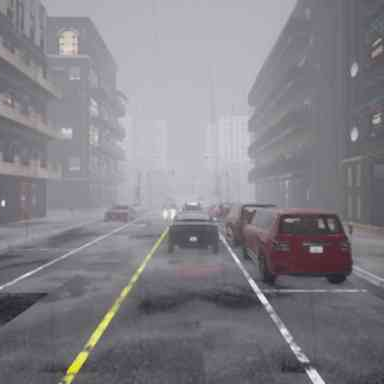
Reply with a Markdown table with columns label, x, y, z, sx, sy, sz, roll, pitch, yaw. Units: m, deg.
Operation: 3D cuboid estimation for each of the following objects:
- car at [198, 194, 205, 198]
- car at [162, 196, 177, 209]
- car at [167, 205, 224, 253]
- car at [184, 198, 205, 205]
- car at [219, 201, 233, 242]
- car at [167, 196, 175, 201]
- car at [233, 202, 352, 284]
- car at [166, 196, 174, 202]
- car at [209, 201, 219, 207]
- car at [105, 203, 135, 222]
| label | x | y | z | sx | sy | sz | roll | pitch | yaw |
| --- | --- | --- | --- | --- | --- | --- | --- | --- | --- |
| car | 2.656 | 1.585 | 92.655 | 2.192 | 1.841 | 5.009 | 0 | 0 | 0 |
| car | -3.087 | 1.601 | 46.451 | 2.128 | 1.511 | 4.902 | 0 | 0 | 0 |
| car | 0.061 | 1.503 | 13.837 | 1.882 | 1.535 | 5.008 | 0 | -1 | 0 |
| car | 0.056 | 1.551 | 29.070 | 2.128 | 1.511 | 4.902 | 0 | 0 | 0 |
| car | 2.687 | 1.343 | 15.245 | 2.192 | 1.841 | 5.009 | 0 | 0 | 0 |
| car | -5.725 | 1.836 | 92.651 | 1.947 | 1.339 | 4.313 | 0 | 0 | 0 |
| car | 2.690 | 1.332 | 9.579 | 2.192 | 1.841 | 5.009 | 0 | 0 | 0 |
| car | -5.811 | 1.793 | 87.129 | 1.887 | 1.381 | 4.507 | 0 | 0 | 0 |
| car | 2.682 | 1.493 | 26.572 | 1.967 | 1.590 | 4.097 | 0 | 0 | 0 |
| car | -5.698 | 1.598 | 26.569 | 1.887 | 1.381 | 4.507 | 0 | 0 | 0 |
